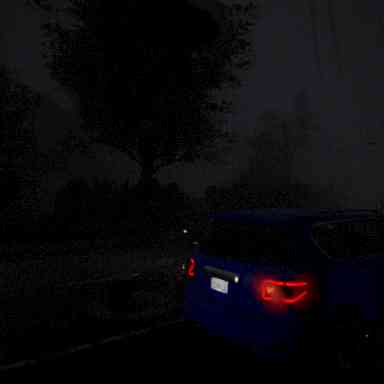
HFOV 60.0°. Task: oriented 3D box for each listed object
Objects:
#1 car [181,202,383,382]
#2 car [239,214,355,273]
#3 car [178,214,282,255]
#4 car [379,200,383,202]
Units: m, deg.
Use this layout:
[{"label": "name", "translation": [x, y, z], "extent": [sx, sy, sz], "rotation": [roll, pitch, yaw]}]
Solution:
[{"label": "car", "translation": [2.447, 1.285, 5.807], "extent": [5.566, 2.045, 2.150], "rotation": [1, -1, -38]}, {"label": "car", "translation": [3.930, 1.646, 11.907], "extent": [4.674, 1.442, 1.812], "rotation": [1, -1, -42]}, {"label": "car", "translation": [1.800, 1.727, 14.640], "extent": [4.718, 1.301, 1.895], "rotation": [1, -1, -41]}, {"label": "car", "translation": [27.200, 1.884, 46.942], "extent": [2.097, 1.767, 4.553], "rotation": [0, 0, 28]}]
